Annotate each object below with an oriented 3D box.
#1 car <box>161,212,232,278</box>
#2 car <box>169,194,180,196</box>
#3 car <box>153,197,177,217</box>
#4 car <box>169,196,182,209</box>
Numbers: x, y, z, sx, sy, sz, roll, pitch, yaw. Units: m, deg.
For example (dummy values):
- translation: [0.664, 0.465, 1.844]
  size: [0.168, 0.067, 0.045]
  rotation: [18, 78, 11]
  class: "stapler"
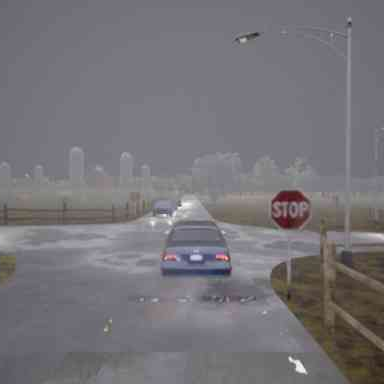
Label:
- translation: [0.105, 1.580, 10.257]
  size: [2.033, 1.411, 5.357]
  rotation: [0, 0, 0]
  class: "car"
- translation: [-2.830, 1.350, 54.343]
  size: [2.150, 2.045, 5.566]
  rotation: [0, 0, 0]
  class: "car"
- translation: [-2.805, 1.569, 33.227]
  size: [1.882, 1.535, 5.008]
  rotation: [0, 0, -1]
  class: "car"
- translation: [-2.842, 1.603, 43.662]
  size: [2.128, 1.511, 4.902]
  rotation: [0, 0, 0]
  class: "car"
